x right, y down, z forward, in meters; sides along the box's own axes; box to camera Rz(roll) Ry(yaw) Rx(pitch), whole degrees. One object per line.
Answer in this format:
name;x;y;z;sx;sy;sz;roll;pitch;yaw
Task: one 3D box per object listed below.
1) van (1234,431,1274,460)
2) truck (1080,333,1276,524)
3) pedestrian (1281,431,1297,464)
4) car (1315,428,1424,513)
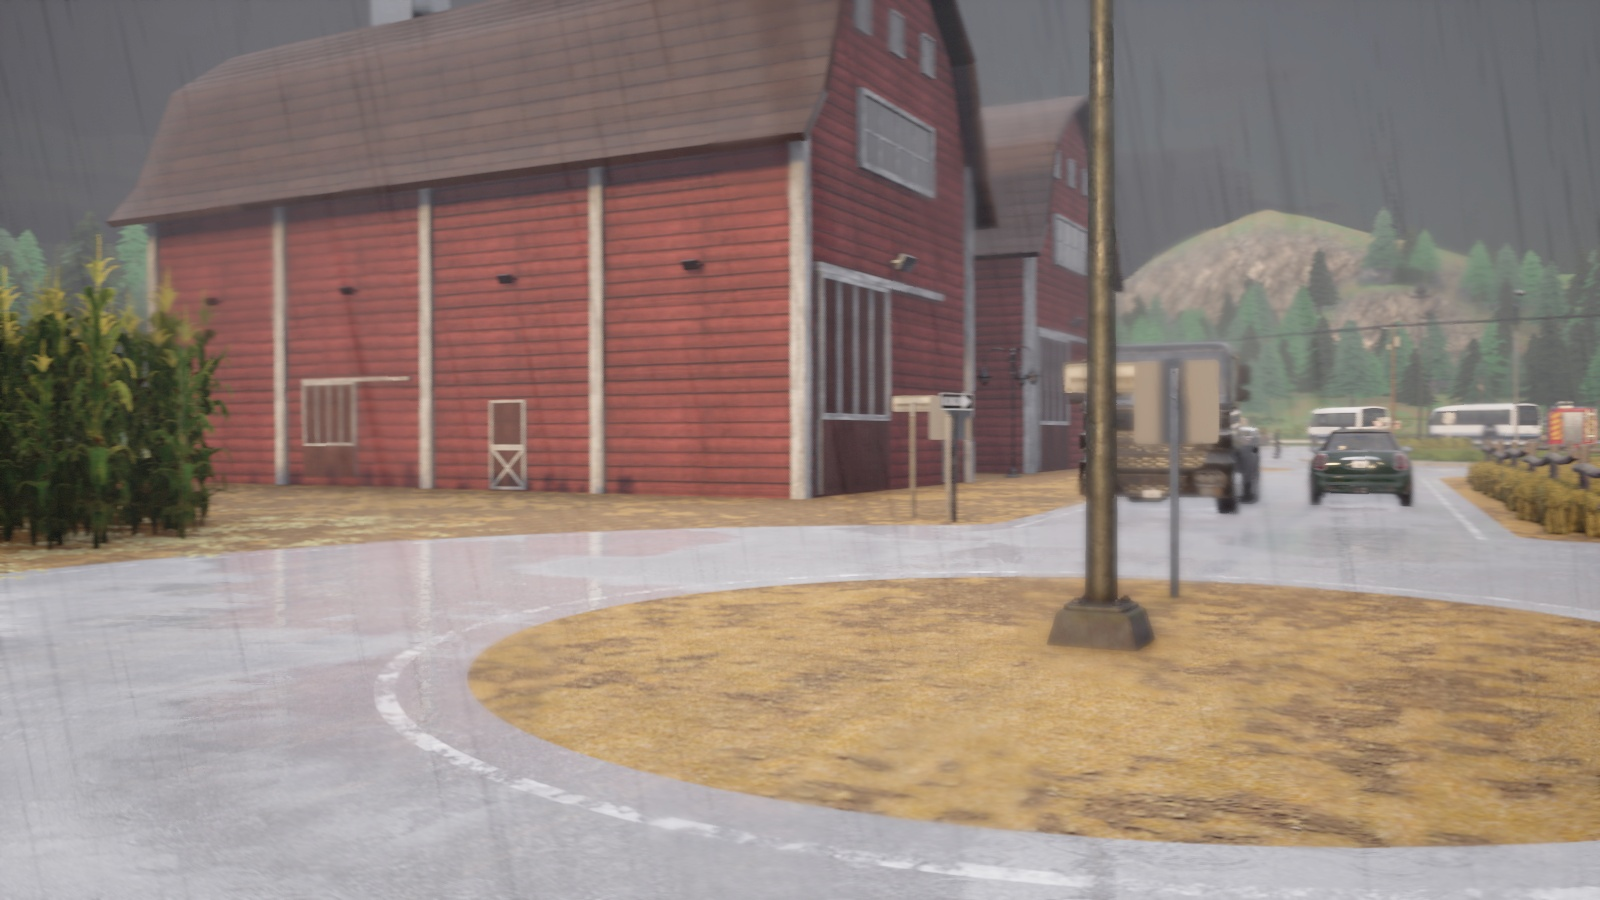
van;32.769;-0.370;90.537;2.069;2.038;4.480;1;1;28
truck;8.340;-0.434;26.919;2.891;3.462;7.936;1;1;25
pedestrian;29.065;-0.134;74.609;0.788;1.949;0.423;1;1;29
car;13.038;0.407;28.739;2.097;1.767;4.553;1;1;25
